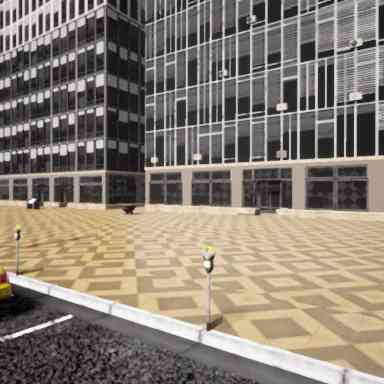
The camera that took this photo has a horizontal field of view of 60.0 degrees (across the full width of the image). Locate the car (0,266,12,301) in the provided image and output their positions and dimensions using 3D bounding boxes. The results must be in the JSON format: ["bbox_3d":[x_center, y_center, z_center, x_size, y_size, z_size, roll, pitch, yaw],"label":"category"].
[{"bbox_3d":[-5.565,1.521,6.835,4.829,1.417,1.752,0,0,35],"label":"car"}]
